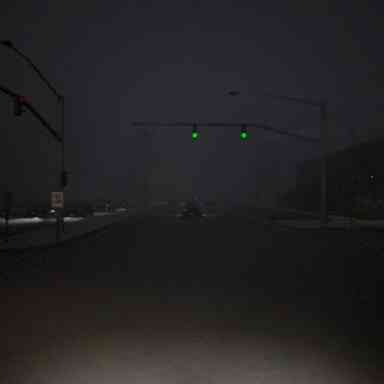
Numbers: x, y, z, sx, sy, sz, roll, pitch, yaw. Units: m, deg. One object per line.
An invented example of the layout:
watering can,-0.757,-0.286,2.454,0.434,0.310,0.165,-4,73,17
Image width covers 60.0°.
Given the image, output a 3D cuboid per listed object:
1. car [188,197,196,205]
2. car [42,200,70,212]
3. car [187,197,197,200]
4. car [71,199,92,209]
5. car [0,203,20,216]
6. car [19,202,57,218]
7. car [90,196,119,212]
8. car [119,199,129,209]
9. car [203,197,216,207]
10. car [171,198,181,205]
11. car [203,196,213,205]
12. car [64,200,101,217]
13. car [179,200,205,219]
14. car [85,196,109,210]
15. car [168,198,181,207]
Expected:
car,0.013,1.951,73.179,1.837,1.490,4.892,0,0,0
car,-18.492,1.861,45.578,1.837,1.490,4.892,0,0,0
car,0.011,1.995,62.758,1.837,1.490,4.892,0,0,0
car,-18.490,1.940,55.757,1.837,1.490,4.892,0,0,0
car,-18.554,1.877,35.427,1.895,1.301,4.718,0,0,0
car,-15.070,1.825,33.448,1.994,1.385,4.181,0,0,0
car,-11.497,1.694,43.771,2.097,1.767,4.553,0,0,0
car,-11.490,1.926,53.944,1.837,1.490,4.892,0,0,0
car,3.512,2.094,63.203,1.895,1.301,4.718,0,0,0
car,-3.487,2.004,73.179,1.994,1.385,4.181,0,0,0
car,3.513,1.806,73.149,2.097,1.767,4.553,0,0,0
car,-11.568,1.818,34.652,2.033,1.411,5.357,0,0,0
car,0.006,1.777,32.148,1.812,1.442,4.674,0,0,0
car,-14.990,1.633,52.701,2.150,2.045,5.566,0,0,0
car,-3.488,2.019,63.175,1.812,1.442,4.674,0,0,0
